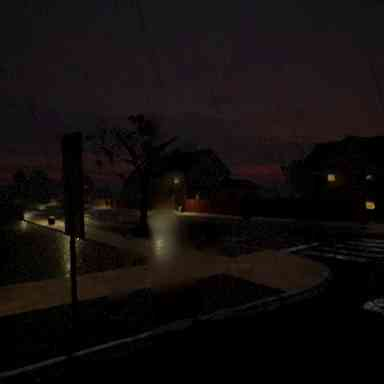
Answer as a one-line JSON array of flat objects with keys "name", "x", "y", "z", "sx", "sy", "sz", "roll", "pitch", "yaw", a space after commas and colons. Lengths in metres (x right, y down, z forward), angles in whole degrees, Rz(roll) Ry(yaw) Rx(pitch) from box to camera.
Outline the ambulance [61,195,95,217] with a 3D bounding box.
[{"name": "ambulance", "x": -13.266, "y": 1.591, "z": 38.846, "sx": 2.351, "sy": 2.431, "sz": 6.366, "roll": -2, "pitch": 1, "yaw": -36}]
